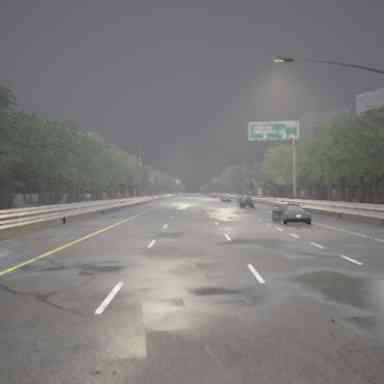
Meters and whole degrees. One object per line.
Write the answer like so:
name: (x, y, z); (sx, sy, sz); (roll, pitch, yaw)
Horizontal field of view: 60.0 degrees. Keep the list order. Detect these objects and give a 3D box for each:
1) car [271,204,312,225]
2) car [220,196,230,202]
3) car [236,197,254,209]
car: (7.032, 1.557, 23.894); (1.994, 1.385, 4.181); (0, 0, 0)
car: (7.186, 1.491, 72.360); (1.994, 1.385, 4.181); (0, 0, 0)
car: (7.095, 1.473, 44.539); (1.837, 1.490, 4.892); (0, 0, 0)
